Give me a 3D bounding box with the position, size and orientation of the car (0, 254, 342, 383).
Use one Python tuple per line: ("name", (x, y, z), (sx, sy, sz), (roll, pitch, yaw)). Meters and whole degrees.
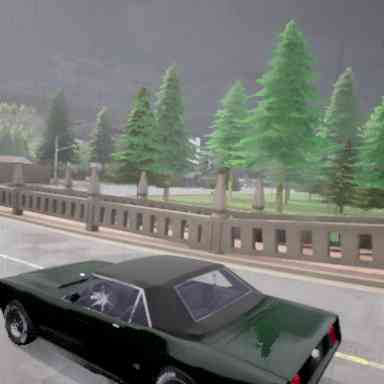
("car", (-0.692, 1.552, 4.482), (4.718, 1.301, 1.895), (2, 1, 36))
